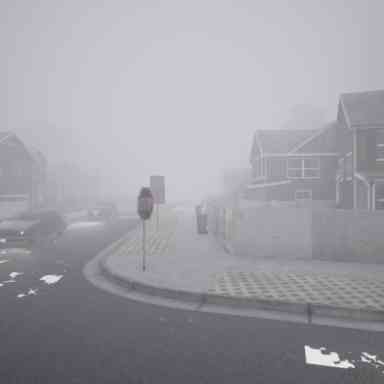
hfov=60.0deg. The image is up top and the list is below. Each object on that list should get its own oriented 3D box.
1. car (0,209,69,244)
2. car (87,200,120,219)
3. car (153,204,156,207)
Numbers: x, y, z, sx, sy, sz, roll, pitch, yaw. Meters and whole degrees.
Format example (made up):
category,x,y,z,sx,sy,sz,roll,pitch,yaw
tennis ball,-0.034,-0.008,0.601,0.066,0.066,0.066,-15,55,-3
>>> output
category,x,y,z,sx,sy,sz,roll,pitch,yaw
car,-7.646,1.566,16.063,2.033,1.411,5.357,-1,0,-1
car,-7.631,1.491,28.914,2.128,1.511,4.902,-1,0,1
car,-6.553,1.501,49.142,1.812,1.442,4.674,-1,0,5
